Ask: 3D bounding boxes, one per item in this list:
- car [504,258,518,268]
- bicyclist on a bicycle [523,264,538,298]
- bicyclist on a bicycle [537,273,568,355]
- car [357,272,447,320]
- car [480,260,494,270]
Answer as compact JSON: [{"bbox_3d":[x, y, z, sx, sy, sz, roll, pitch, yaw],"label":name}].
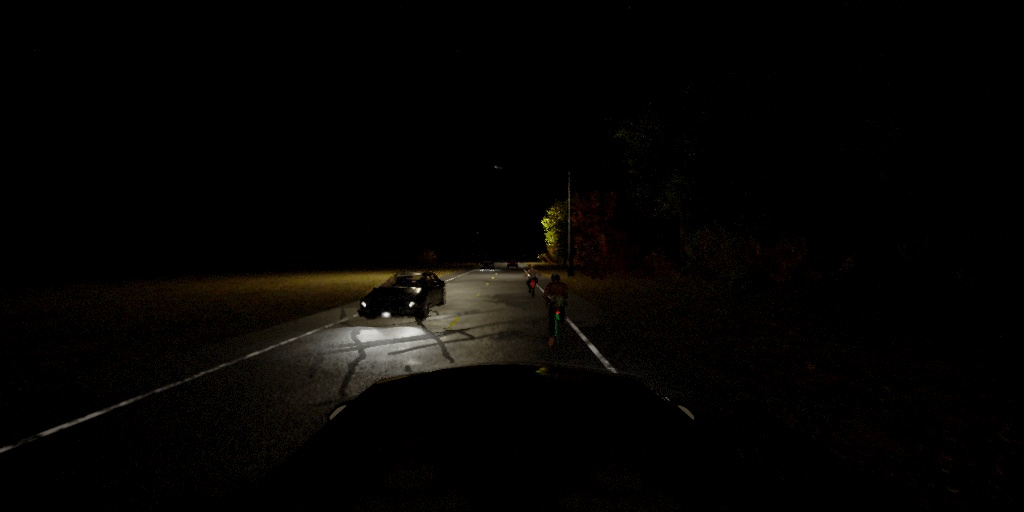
[{"bbox_3d":[0.111,1.297,62.183,2.033,1.411,5.357,0,0,0],"label":"car"},{"bbox_3d":[0.993,1.186,17.436,0.866,1.612,1.509,0,0,0],"label":"bicyclist on a bicycle"},{"bbox_3d":[0.964,1.203,7.781,0.582,1.620,1.656,0,0,0],"label":"bicyclist on a bicycle"},{"bbox_3d":[-3.599,1.297,12.915,2.033,1.411,5.357,0,0,0],"label":"car"},{"bbox_3d":[-3.584,1.297,53.259,2.033,1.411,5.357,0,0,0],"label":"car"}]
